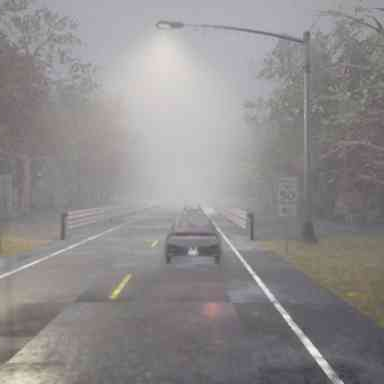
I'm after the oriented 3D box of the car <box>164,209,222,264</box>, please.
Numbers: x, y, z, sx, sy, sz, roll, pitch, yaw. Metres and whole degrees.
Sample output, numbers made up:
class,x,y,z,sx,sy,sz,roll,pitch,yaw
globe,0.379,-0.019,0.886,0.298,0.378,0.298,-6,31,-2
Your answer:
class,x,y,z,sx,sy,sz,roll,pitch,yaw
car,0.049,1.613,12.302,2.128,1.511,4.902,0,-1,0

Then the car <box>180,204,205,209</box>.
class,x,y,z,sx,sy,sz,roll,pitch,yaw
car,0.054,1.758,27.296,2.128,1.511,4.902,0,-1,0
